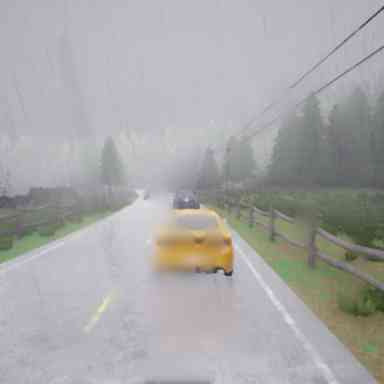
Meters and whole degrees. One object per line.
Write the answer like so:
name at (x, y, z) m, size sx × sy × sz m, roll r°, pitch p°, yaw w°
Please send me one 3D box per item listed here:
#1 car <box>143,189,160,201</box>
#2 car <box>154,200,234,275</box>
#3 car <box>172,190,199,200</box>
car at (-5.311, 0.361, 43.316) m, size 1.837 × 1.490 × 4.892 m, roll 0°, pitch 1°, yaw -6°
car at (0.040, 1.221, 9.587) m, size 1.882 × 1.535 × 5.008 m, roll 0°, pitch 2°, yaw 0°
car at (-0.578, 0.618, 27.699) m, size 2.097 × 1.767 × 4.553 m, roll 0°, pitch 1°, yaw -3°
